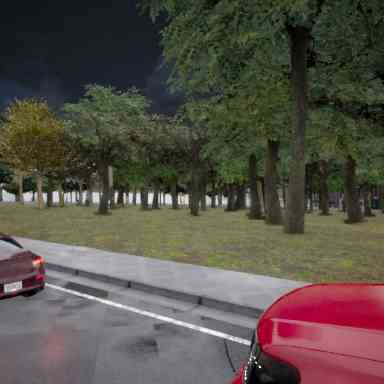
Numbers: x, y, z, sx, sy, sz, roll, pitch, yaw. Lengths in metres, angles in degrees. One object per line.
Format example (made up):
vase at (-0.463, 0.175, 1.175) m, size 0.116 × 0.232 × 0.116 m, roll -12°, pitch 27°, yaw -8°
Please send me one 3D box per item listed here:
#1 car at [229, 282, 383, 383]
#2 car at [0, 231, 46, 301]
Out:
car at (2.906, 1.222, 1.613) m, size 5.566 × 2.045 × 2.150 m, roll 0°, pitch 0°, yaw 35°
car at (-5.051, 1.524, 7.273) m, size 4.674 × 1.442 × 1.812 m, roll 0°, pitch 0°, yaw 36°
